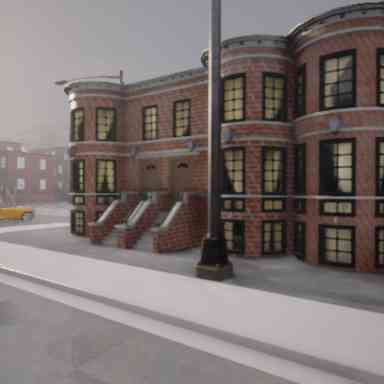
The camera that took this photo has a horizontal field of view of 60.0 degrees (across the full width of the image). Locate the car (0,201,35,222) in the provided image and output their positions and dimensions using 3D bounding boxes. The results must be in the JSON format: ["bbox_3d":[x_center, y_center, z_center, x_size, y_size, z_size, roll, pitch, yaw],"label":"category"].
[{"bbox_3d":[-13.442,1.345,22.945,1.882,1.535,5.008,0,0,36],"label":"car"}]
